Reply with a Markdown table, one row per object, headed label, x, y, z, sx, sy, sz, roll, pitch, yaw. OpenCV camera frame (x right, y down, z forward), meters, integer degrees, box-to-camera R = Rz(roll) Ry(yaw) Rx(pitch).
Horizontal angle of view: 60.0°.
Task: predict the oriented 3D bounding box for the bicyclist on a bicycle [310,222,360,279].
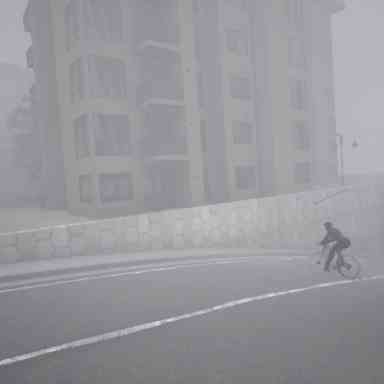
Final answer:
| label | x | y | z | sx | sy | sz | roll | pitch | yaw |
| --- | --- | --- | --- | --- | --- | --- | --- | --- | --- |
| bicyclist on a bicycle | 4.247 | 1.732 | 10.010 | 0.582 | 1.620 | 1.656 | 5 | -5 | -34 |
